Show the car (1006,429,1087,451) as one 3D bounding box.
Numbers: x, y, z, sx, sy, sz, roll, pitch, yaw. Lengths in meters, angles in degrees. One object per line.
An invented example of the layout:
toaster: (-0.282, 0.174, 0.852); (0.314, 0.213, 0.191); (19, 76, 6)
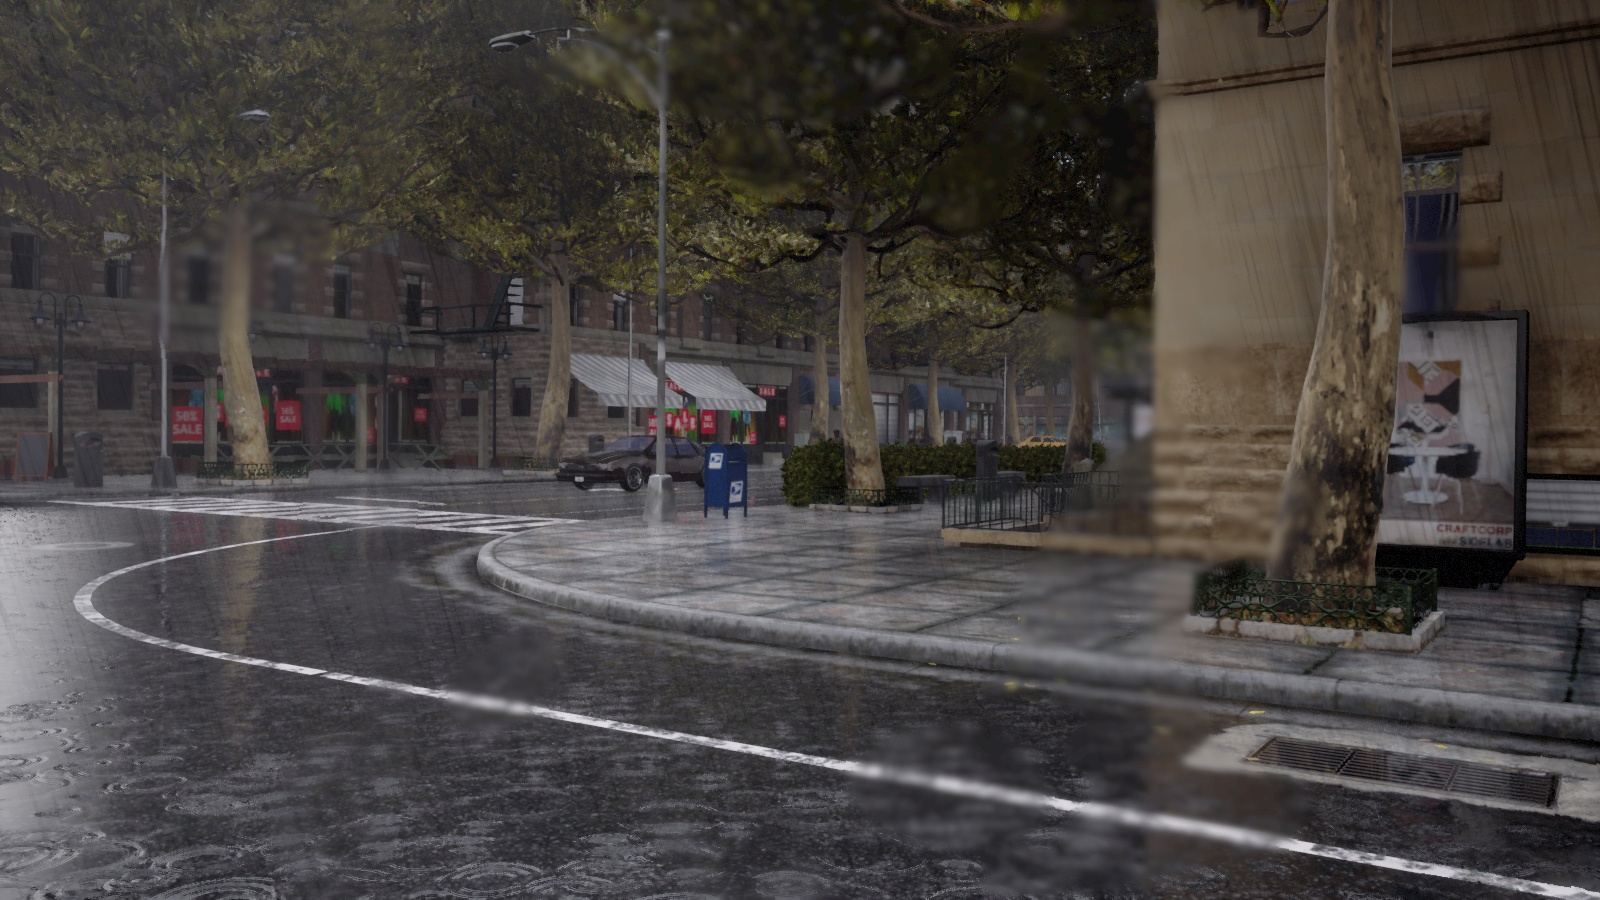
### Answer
car: (17.662, -0.719, 90.086); (5.366, 1.575, 1.801); (0, 1, 32)

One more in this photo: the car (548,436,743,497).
car: (-3.879, 0.368, 32.640); (2.033, 1.411, 5.357); (0, 1, 33)

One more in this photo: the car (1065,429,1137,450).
car: (22.003, -0.764, 91.704); (4.902, 1.511, 2.128); (0, 1, 21)
